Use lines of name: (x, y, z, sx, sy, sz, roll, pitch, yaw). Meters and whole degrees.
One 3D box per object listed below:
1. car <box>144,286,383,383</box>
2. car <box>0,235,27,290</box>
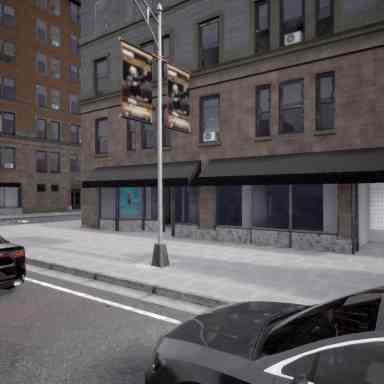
car: (1.805, 1.505, 2.400, 4.892, 1.490, 1.837, 0, 0, 35)
car: (-5.930, 1.478, 7.890, 5.008, 1.535, 1.882, 0, 0, 35)
